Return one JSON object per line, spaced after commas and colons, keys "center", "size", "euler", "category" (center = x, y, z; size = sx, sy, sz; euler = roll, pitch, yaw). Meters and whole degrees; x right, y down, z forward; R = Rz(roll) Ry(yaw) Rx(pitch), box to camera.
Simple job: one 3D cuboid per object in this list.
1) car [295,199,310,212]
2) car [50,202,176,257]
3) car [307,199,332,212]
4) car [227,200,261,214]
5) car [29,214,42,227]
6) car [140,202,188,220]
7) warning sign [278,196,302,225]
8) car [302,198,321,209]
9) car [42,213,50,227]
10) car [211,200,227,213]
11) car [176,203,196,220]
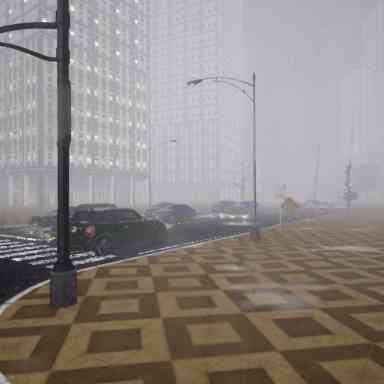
{"center": [13.843, 1.898, 44.394], "size": [1.895, 1.301, 4.718], "euler": [0, -1, 33], "category": "car"}
{"center": [-2.996, 1.412, 13.579], "size": [2.097, 1.767, 4.553], "euler": [0, -1, 34], "category": "car"}
{"center": [16.753, 1.885, 42.910], "size": [1.895, 1.301, 4.718], "euler": [0, -1, 33], "category": "car"}
{"center": [6.457, 1.739, 39.361], "size": [1.882, 1.535, 5.008], "euler": [0, -1, 34], "category": "car"}
{"center": [-8.429, 1.685, 23.272], "size": [2.033, 1.411, 5.357], "euler": [0, -1, 34], "category": "car"}
{"center": [-2.566, 1.710, 31.865], "size": [1.837, 1.490, 4.892], "euler": [0, -1, 34], "category": "car"}
{"center": [6.764, 1.251, 22.994], "size": [1.300, 1.860, 1.060], "euler": [0, 0, 34], "category": "warning sign"}
{"center": [19.065, 1.831, 52.789], "size": [1.882, 1.535, 5.008], "euler": [0, 0, 31], "category": "car"}
{"center": [-6.355, 1.468, 20.505], "size": [2.097, 1.767, 4.553], "euler": [0, -1, 34], "category": "car"}
{"center": [4.141, 1.786, 41.736], "size": [1.837, 1.490, 4.892], "euler": [0, -1, 34], "category": "car"}
{"center": [-1.415, 1.699, 27.787], "size": [1.812, 1.442, 4.674], "euler": [0, 0, 34], "category": "car"}
